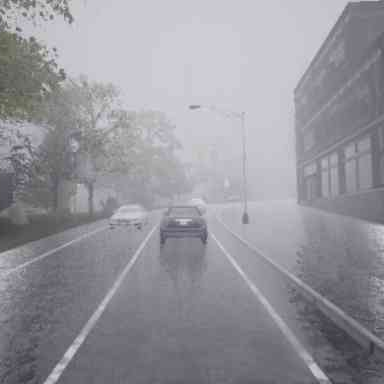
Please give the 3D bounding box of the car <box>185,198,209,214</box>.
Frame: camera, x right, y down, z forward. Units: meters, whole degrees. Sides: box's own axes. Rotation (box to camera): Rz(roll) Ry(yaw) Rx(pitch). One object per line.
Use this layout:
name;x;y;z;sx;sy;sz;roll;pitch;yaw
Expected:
car;0.564;1.404;34.477;1.812;1.442;4.674;-1;0;9

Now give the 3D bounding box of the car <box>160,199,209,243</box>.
car;-0.401;1.338;16.233;2.097;1.767;4.553;0;0;-1

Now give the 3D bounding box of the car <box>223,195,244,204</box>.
car;7.739;1.318;60.958;2.033;1.411;5.357;-4;-1;35

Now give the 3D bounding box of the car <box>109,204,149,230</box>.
car;-3.840;1.500;20.883;1.812;1.442;4.674;0;0;0
